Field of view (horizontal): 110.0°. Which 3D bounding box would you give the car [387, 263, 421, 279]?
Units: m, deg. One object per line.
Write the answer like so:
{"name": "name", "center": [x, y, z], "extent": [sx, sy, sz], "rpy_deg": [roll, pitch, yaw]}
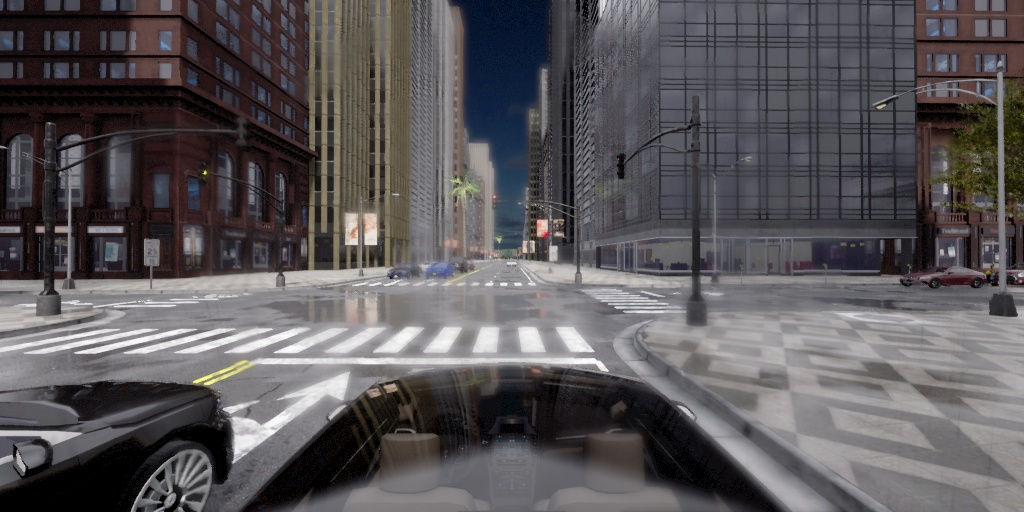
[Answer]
{"name": "car", "center": [-9.864, 1.361, 33.528], "extent": [2.033, 1.411, 5.357], "rpy_deg": [0, 0, 3]}

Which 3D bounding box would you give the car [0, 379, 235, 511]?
{"name": "car", "center": [-3.138, 1.241, 0.918], "extent": [2.128, 1.511, 4.902], "rpy_deg": [0, 0, -1]}

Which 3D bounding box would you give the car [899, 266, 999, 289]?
{"name": "car", "center": [26.434, 1.276, 22.006], "extent": [4.207, 1.307, 1.802], "rpy_deg": [0, 0, -1]}

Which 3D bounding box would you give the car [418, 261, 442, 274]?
{"name": "car", "center": [-9.914, 1.371, 43.715], "extent": [1.812, 1.442, 4.674], "rpy_deg": [0, 0, 0]}

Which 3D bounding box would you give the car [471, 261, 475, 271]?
{"name": "car", "center": [-6.658, 1.411, 53.956], "extent": [1.812, 1.442, 4.674], "rpy_deg": [0, 0, 0]}

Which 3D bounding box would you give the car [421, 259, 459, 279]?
{"name": "car", "center": [-6.644, 1.291, 33.558], "extent": [1.882, 1.535, 5.008], "rpy_deg": [0, 0, 2]}

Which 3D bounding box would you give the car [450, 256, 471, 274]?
{"name": "car", "center": [-6.660, 1.067, 43.666], "extent": [2.150, 2.045, 5.566], "rpy_deg": [0, 0, 0]}

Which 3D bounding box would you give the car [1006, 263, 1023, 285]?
{"name": "car", "center": [32.072, 1.118, 22.102], "extent": [4.097, 1.591, 1.967], "rpy_deg": [0, 0, -1]}
